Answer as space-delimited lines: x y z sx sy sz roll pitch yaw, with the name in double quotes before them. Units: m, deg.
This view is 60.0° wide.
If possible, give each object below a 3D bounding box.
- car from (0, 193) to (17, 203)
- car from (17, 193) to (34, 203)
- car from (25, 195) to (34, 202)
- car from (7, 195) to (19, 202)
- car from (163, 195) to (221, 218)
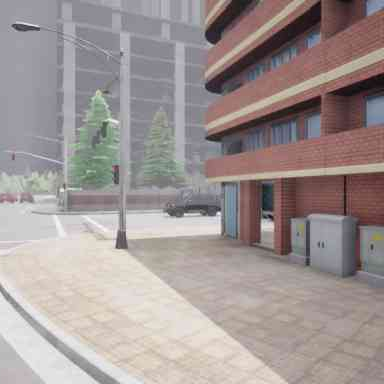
"car" -37.966 1.225 68.479 2.150 2.045 5.566 0 0 -23
"car" -34.599 1.225 69.503 2.150 2.045 5.566 0 0 -23
"car" -38.721 1.524 79.253 1.812 1.442 4.674 0 0 -23
"car" -42.107 1.540 78.274 2.033 1.411 5.357 0 0 -23
"car" 0.124 1.277 31.329 5.566 2.045 2.150 0 0 -22
